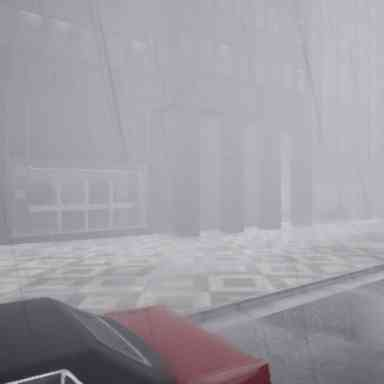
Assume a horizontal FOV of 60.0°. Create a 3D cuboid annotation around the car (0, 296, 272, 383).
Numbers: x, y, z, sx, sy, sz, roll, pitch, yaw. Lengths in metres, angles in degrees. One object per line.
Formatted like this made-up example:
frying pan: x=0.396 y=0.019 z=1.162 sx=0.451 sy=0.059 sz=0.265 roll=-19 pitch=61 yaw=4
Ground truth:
car: x=-1.741 y=1.601 z=2.141 sx=4.718 sy=1.301 sz=1.895 roll=0 pitch=0 yaw=-35
